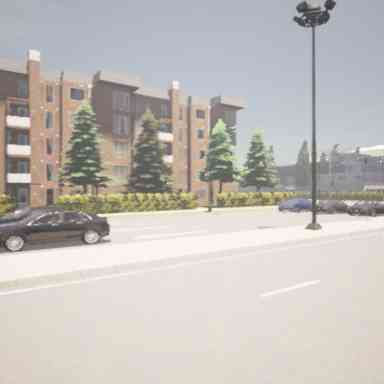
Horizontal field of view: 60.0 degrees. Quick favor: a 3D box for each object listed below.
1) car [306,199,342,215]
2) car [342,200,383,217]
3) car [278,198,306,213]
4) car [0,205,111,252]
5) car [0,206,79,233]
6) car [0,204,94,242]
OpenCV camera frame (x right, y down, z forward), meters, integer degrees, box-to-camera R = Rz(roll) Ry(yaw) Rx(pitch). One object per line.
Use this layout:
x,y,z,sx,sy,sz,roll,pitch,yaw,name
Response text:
13.313,1.397,31.951,4.181,1.385,1.994,0,0,-36,car
15.422,1.396,29.156,4.181,1.385,1.994,0,0,-36,car
10.943,1.360,34.555,4.674,1.442,1.812,0,0,-36,car
-5.863,1.487,13.888,4.892,1.490,1.837,0,0,-35,car
-9.445,1.580,19.871,4.718,1.301,1.895,0,0,-35,car
-7.753,1.459,16.788,5.008,1.535,1.882,0,0,-35,car
